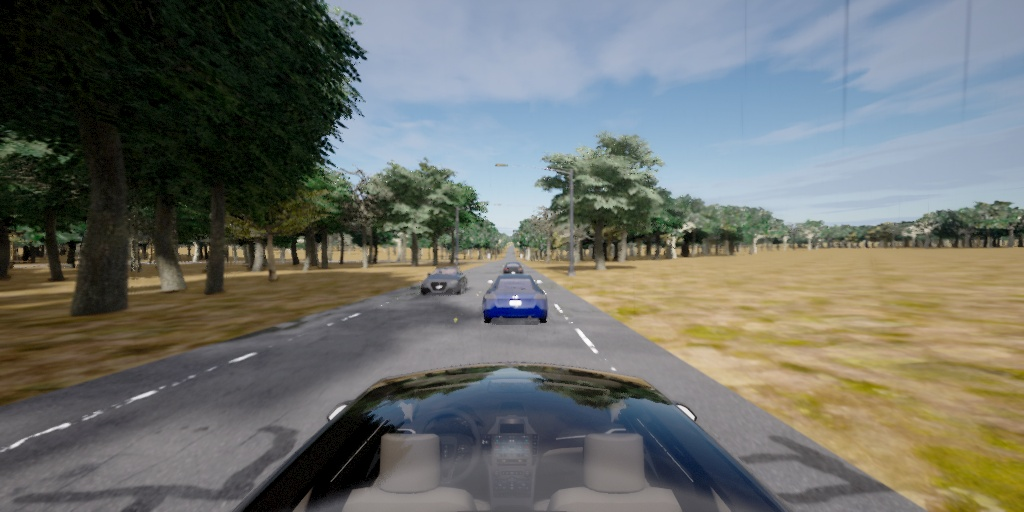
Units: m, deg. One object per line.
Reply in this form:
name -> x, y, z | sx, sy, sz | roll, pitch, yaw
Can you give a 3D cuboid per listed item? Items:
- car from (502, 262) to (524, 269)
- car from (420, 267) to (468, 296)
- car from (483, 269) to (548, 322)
car -> 0.106, 1.265, 32.557 | 1.812, 1.442, 4.674 | 0, 0, 0
car -> -3.496, 1.297, 19.153 | 1.994, 1.385, 4.181 | 0, 0, 0
car -> 0.100, 1.298, 12.159 | 1.994, 1.385, 4.181 | 0, 0, 0
